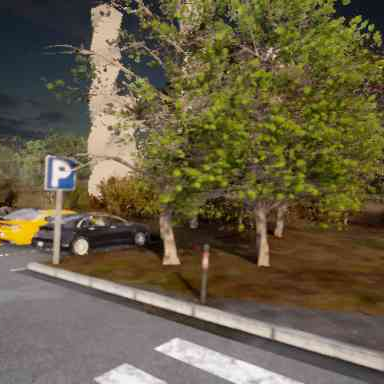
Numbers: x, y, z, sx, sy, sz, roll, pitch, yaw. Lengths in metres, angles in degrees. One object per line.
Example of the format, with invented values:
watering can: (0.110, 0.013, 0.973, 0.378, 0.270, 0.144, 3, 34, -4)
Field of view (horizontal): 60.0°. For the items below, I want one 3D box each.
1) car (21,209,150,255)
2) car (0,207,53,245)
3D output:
car: (-3.809, 1.566, 13.499, 2.231, 1.521, 4.892, 0, -1, 38)
car: (-5.991, 1.561, 15.182, 2.097, 1.535, 5.008, 0, -1, 38)
